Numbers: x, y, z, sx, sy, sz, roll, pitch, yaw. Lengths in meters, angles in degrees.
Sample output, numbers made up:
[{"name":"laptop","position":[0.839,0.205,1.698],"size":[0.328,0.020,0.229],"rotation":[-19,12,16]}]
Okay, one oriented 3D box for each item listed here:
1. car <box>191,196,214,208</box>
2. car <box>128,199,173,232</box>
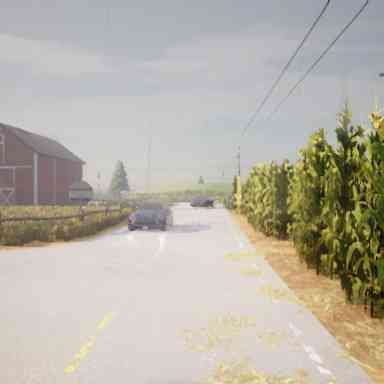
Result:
[{"name":"car","position":[1.472,1.295,46.209],"size":[2.097,1.767,4.553],"rotation":[-1,0,23]},{"name":"car","position":[-2.380,1.332,20.031],"size":[2.097,1.767,4.553],"rotation":[0,0,4]}]
